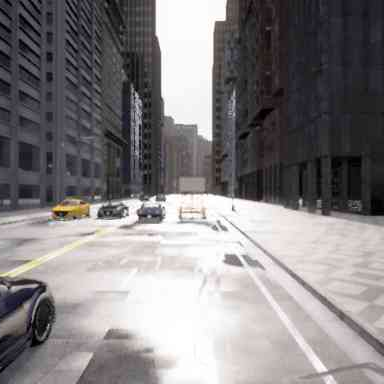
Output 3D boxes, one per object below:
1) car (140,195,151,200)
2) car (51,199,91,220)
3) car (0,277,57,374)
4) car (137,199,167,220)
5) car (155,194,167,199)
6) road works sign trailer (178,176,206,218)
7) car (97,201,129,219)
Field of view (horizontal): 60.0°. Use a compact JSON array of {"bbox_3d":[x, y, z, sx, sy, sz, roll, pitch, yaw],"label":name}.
[{"bbox_3d":[-9.705,1.375,69.113,1.837,1.490,4.892,0,0,0],"label":"car"},{"bbox_3d":[-9.829,1.389,27.406,1.882,1.535,5.008,0,0,0],"label":"car"},{"bbox_3d":[-3.148,1.549,3.619,1.994,1.385,4.181,0,0,0],"label":"car"},{"bbox_3d":[-3.134,1.514,26.678,1.895,1.301,4.718,0,0,0],"label":"car"},{"bbox_3d":[-6.455,1.230,69.141,2.097,1.767,4.553,0,0,0],"label":"car"},{"bbox_3d":[0.019,0.373,28.779,2.380,3.560,2.880,0,0,0],"label":"road works sign trailer"},{"bbox_3d":[-6.578,1.474,28.065,1.994,1.385,4.181,0,0,0],"label":"car"}]
